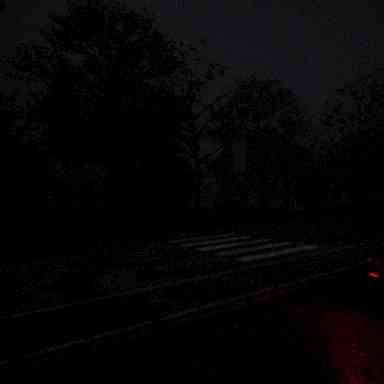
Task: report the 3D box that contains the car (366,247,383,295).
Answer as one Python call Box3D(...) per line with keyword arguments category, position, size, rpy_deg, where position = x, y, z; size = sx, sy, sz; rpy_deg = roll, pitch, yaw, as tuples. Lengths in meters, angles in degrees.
Box3D(category="car", position=(5.509, 1.408, 7.064), size=(4.674, 1.442, 1.812), rpy_deg=(-1, 1, -35))
